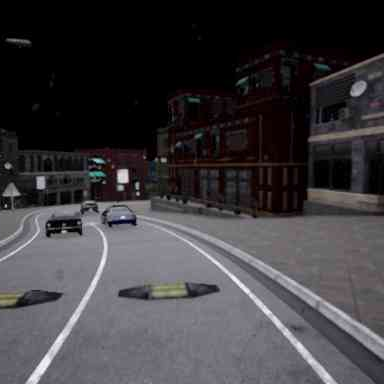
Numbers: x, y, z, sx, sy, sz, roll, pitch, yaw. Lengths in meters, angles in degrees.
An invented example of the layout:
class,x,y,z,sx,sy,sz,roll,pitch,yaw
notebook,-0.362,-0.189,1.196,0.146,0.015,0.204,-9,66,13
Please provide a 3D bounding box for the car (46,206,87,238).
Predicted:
class,x,y,z,sx,sy,sz,roll,pitch,yaw
car,-7.237,1.747,19.071,1.895,1.301,4.718,-2,0,-19

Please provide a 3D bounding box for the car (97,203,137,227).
class,x,y,z,sx,sy,sz,roll,pitch,yaw
car,-5.243,1.620,23.440,1.994,1.385,4.181,-2,0,-22

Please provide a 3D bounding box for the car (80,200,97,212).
class,x,y,z,sx,sy,sz,roll,pitch,yaw
car,-12.320,1.737,40.030,1.837,1.490,4.892,-2,0,-20
